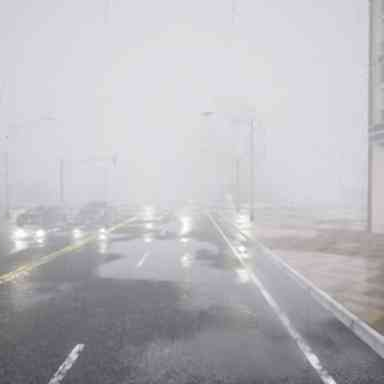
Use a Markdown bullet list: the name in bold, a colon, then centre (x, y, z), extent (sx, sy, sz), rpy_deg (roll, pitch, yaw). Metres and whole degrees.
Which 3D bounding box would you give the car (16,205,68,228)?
- **car**: centre (-9.825, 1.552, 22.047), extent (1.994, 1.385, 4.181), rpy_deg (0, 0, 0)

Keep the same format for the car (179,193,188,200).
- **car**: centre (-2.657, 1.404, 93.998), extent (1.812, 1.442, 4.674), rpy_deg (0, 0, 1)

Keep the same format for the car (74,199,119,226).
- **car**: centre (-6.569, 1.338, 23.267), extent (2.097, 1.767, 4.553), rpy_deg (0, 0, 0)

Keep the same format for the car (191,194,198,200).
- **car**: centre (0.591, 1.432, 93.909), extent (1.994, 1.385, 4.181), rpy_deg (0, 0, 1)

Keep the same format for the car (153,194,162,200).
- **car**: centre (-9.248, 1.250, 88.804), extent (2.097, 1.767, 4.553), rpy_deg (0, 0, 1)
